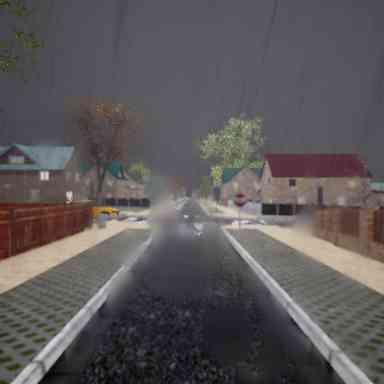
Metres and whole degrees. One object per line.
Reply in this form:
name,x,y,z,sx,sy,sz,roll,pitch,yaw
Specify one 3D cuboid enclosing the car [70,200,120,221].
car,-8.371,1.439,26.842,5.008,1.535,1.882,2,0,0
